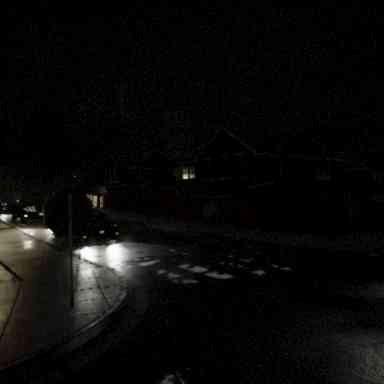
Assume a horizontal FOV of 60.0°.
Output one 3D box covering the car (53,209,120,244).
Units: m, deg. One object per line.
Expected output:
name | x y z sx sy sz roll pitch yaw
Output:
car | -5.059 1.488 15.604 1.994 1.385 4.181 -1 1 -39

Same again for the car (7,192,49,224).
car | -11.355 1.052 23.758 2.150 2.045 5.566 -1 1 -36

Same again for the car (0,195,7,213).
car | -17.679 1.080 32.776 2.097 1.767 4.553 -1 1 -34
